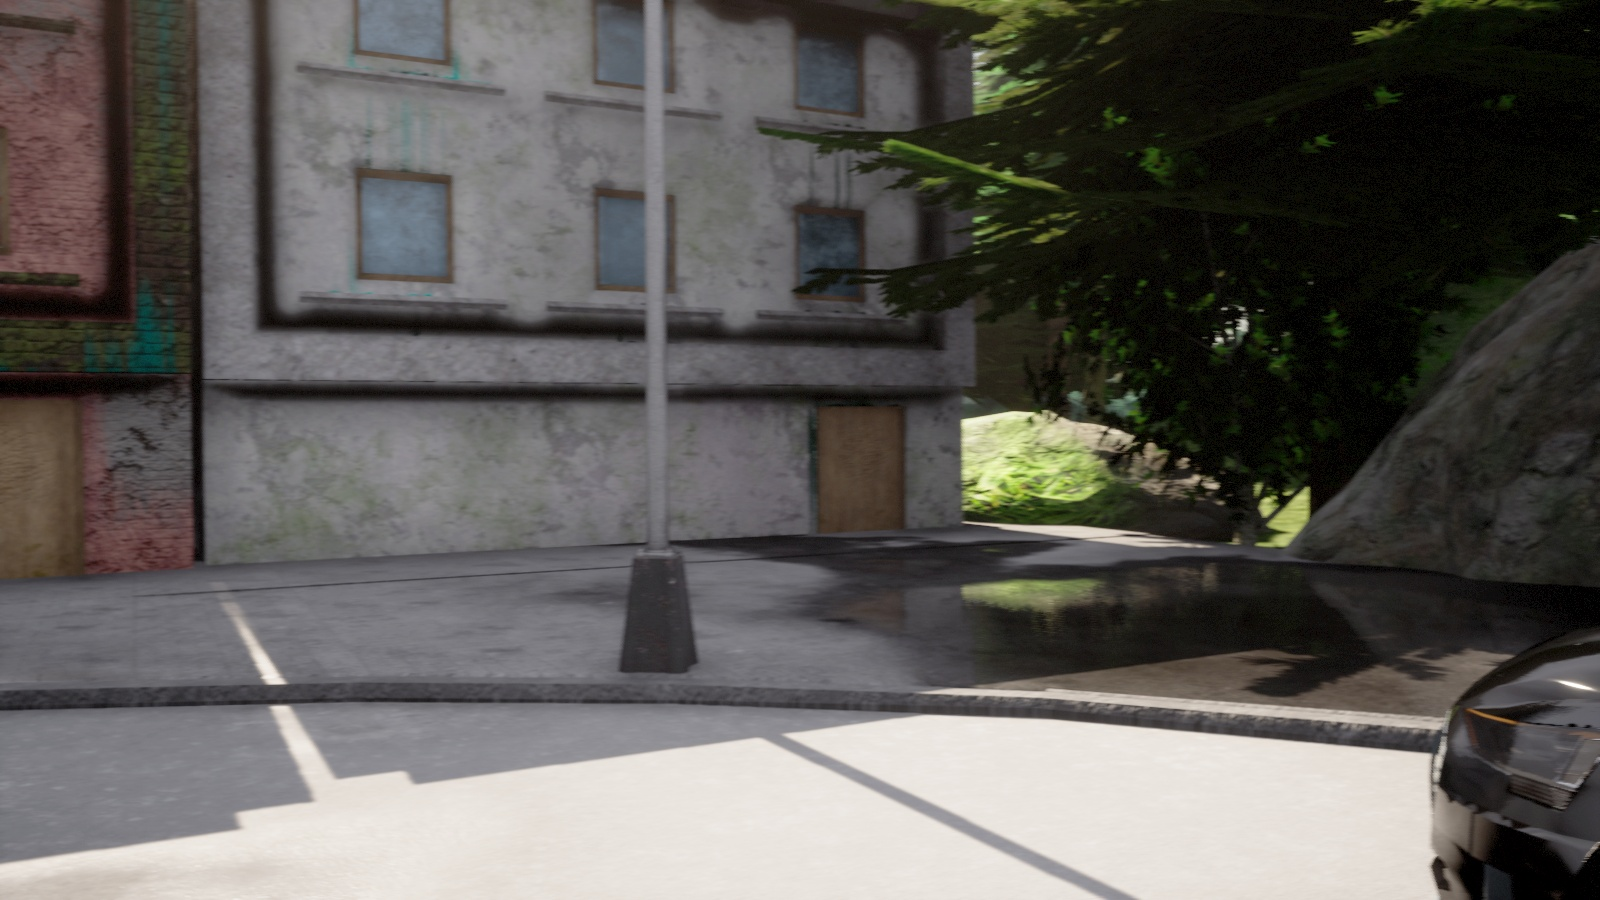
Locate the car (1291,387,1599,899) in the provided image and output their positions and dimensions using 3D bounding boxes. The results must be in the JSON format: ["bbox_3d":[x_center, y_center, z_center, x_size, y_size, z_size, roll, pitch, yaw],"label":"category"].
[{"bbox_3d":[3.641,0.716,2.081,4.856,1.649,2.033,1,1,42],"label":"car"}]
